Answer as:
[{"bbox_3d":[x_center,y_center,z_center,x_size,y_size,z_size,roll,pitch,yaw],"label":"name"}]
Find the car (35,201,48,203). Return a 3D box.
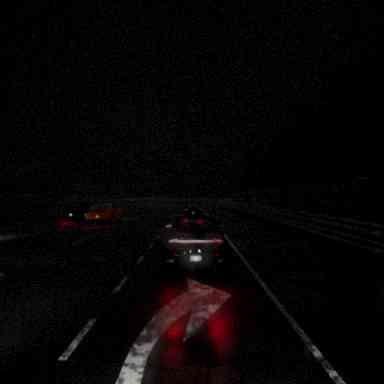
[{"bbox_3d":[-24.535,2.191,53.940,2.033,1.411,5.357,0,-1,1],"label":"car"}]

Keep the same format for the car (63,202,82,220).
[{"bbox_3d":[-10.393,1.730,30.974,1.837,1.490,4.892,0,-1,0],"label":"car"}]

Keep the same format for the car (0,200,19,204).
[{"bbox_3d":[-21.079,1.673,37.369,2.097,1.767,4.553,0,-1,0],"label":"car"}]

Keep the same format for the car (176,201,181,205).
[{"bbox_3d":[-3.479,3.074,92.503,1.895,1.301,4.718,0,-1,0],"label":"car"}]

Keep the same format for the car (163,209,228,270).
[{"bbox_3d":[0.103,1.533,11.127,2.128,1.511,4.902,0,0,0],"label":"car"}]

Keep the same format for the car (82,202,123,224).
[{"bbox_3d":[-6.893,1.649,26.691,1.882,1.535,5.008,0,-1,0],"label":"car"}]

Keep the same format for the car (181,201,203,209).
[{"bbox_3d":[0.108,1.782,33.257,1.812,1.442,4.674,0,-1,0],"label":"car"}]
